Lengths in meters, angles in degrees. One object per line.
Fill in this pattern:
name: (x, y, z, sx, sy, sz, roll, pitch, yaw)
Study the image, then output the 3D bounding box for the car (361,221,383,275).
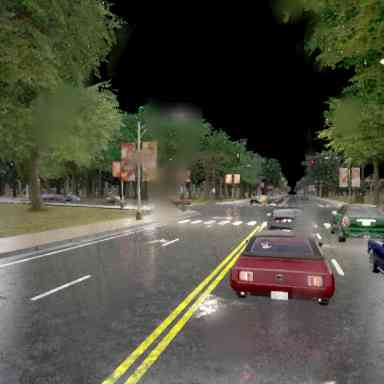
car: (5.448, 1.604, 7.592, 1.895, 1.301, 4.718, 0, 0, 16)

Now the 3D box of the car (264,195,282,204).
car: (15.340, 1.577, 62.598, 2.033, 1.411, 5.357, 0, 0, 18)

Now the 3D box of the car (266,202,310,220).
car: (4.905, 1.511, 17.064, 1.837, 1.490, 4.892, 0, 0, 17)

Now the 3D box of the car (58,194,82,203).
car: (-23.504, 1.299, 65.186, 4.902, 1.511, 2.128, 0, 0, 40)

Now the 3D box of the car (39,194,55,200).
car: (-37.186, 1.244, 85.180, 4.674, 1.442, 1.812, 0, 0, 40)

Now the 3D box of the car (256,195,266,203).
car: (15.202, 1.513, 73.083, 1.882, 1.535, 5.008, 0, 0, 17)

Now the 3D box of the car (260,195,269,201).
car: (18.216, 1.565, 82.896, 1.812, 1.442, 4.674, 0, 0, 17)

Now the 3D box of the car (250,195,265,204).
car: (12.264, 1.577, 63.637, 2.033, 1.411, 5.357, 0, 0, 18)

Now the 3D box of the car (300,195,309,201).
car: (30.559, 1.555, 89.881, 1.837, 1.490, 4.892, 0, 0, 17)

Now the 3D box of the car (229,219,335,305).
car: (2.239, 1.604, 8.197, 1.895, 1.301, 4.718, 0, 0, 17)

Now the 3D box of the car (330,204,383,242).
car: (8.041, 1.359, 16.198, 2.097, 1.767, 4.553, 0, 0, 17)

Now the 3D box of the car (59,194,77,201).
car: (-29.324, 1.279, 78.571, 4.674, 1.442, 1.812, 0, 0, 40)

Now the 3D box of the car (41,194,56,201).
car: (-32.534, 1.236, 72.778, 5.008, 1.535, 1.882, 0, 0, 40)

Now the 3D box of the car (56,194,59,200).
car: (-31.185, 1.281, 75.890, 4.902, 1.511, 2.128, 0, 0, 40)

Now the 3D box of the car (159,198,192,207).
car: (-2.421, 1.537, 48.456, 4.718, 1.301, 1.895, 0, 0, 28)

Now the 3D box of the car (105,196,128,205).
car: (-12.807, 1.398, 56.080, 4.674, 1.442, 1.812, 0, 0, 40)

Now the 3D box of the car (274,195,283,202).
car: (21.438, 1.520, 82.320, 1.882, 1.535, 5.008, 0, 0, 17)
